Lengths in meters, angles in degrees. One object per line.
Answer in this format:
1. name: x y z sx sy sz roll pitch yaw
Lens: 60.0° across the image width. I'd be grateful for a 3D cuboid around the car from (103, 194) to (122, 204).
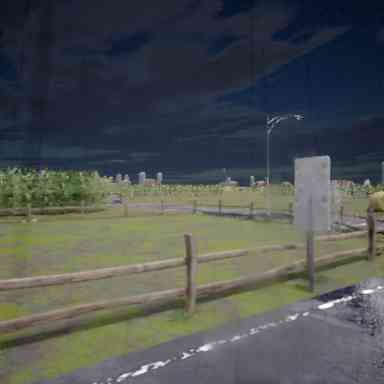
1. car: -12.990 1.112 54.074 1.837 1.490 4.892 -1 1 -36
